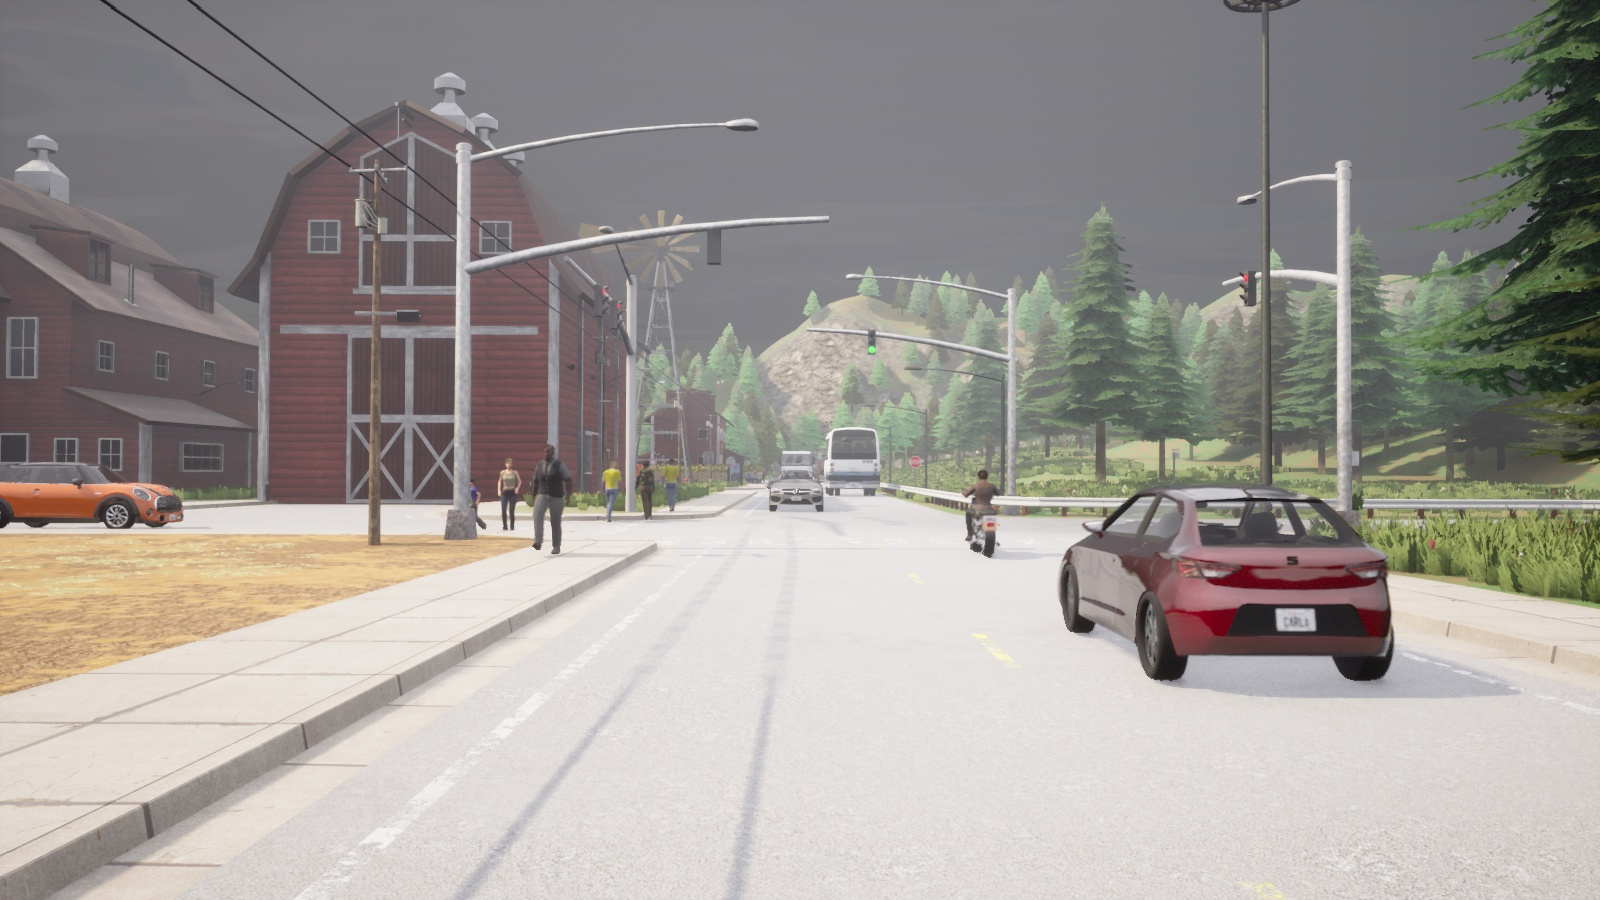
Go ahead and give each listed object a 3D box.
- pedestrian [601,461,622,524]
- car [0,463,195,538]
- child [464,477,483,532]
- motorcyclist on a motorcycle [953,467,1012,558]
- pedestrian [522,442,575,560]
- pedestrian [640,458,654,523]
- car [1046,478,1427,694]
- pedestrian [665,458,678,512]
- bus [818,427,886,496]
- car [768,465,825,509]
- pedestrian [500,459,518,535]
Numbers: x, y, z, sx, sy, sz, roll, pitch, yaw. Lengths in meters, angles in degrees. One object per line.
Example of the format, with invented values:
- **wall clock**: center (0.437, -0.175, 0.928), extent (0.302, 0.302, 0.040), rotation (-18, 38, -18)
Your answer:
- **pedestrian**: center (-5.545, 1.231, 36.954), extent (0.354, 1.836, 0.706), rotation (0, -1, 13)
- **car**: center (-17.865, 1.238, 31.313), extent (4.553, 1.767, 2.097), rotation (0, -1, -1)
- **child**: center (-7.450, 1.240, 28.660), extent (0.437, 1.263, 0.270), rotation (0, -1, -14)
- **motorcyclist on a motorcycle**: center (3.439, 1.151, 23.834), extent (0.766, 1.649, 2.350), rotation (0, -1, 0)
- **pedestrian**: center (-4.086, 0.819, 20.423), extent (0.563, 1.883, 0.849), rotation (0, -1, 10)
- **pedestrian**: center (-4.640, 1.224, 38.204), extent (0.395, 1.930, 0.692), rotation (0, -1, -5)
- **car**: center (3.472, 0.997, 10.902), extent (1.816, 1.474, 4.193), rotation (0, -1, 0)
- **pedestrian**: center (-4.412, 1.210, 43.140), extent (0.354, 1.836, 0.706), rotation (0, -1, 0)
- **bus**: center (3.285, 0.800, 82.106), extent (3.944, 4.253, 10.273), rotation (0, -1, 0)
- **car**: center (-0.129, 1.433, 50.104), extent (2.152, 1.651, 5.027), rotation (0, -1, 0)
- **pedestrian**: center (-7.059, 1.128, 30.442), extent (0.345, 1.836, 0.594), rotation (0, -1, -5)
